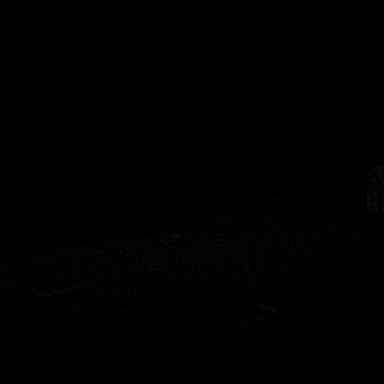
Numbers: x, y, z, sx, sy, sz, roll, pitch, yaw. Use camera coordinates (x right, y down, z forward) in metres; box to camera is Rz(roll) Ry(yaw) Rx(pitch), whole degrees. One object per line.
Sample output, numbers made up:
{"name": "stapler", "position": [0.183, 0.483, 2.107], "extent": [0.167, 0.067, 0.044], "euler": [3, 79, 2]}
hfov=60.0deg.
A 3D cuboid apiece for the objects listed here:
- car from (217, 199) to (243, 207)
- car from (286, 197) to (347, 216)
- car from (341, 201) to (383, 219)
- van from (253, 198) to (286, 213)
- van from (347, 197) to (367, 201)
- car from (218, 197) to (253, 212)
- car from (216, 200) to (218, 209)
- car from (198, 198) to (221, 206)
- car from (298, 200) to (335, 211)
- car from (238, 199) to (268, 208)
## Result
{"name": "car", "position": [6.567, 1.872, 58.037], "extent": [1.887, 1.381, 4.507], "euler": [-1, 0, -36]}
{"name": "car", "position": [12.840, 1.517, 34.591], "extent": [2.192, 1.841, 5.009], "euler": [-1, 0, -36]}
{"name": "car", "position": [16.148, 1.726, 29.970], "extent": [1.802, 1.307, 4.206], "euler": [-1, 0, -36]}
{"name": "van", "position": [9.538, 1.599, 39.212], "extent": [1.690, 1.788, 3.998], "euler": [-1, 0, -36]}
{"name": "van", "position": [19.771, 1.455, 39.555], "extent": [1.690, 1.788, 3.998], "euler": [-1, 0, -36]}
{"name": "car", "position": [6.235, 1.627, 43.832], "extent": [2.192, 1.841, 5.009], "euler": [-1, 0, -36]}
{"name": "car", "position": [2.938, 1.915, 48.454], "extent": [2.008, 1.369, 4.403], "euler": [-1, 0, -36]}
{"name": "car", "position": [3.265, 1.929, 62.658], "extent": [2.008, 1.369, 4.403], "euler": [-1, 0, -36]}
{"name": "car", "position": [16.474, 1.736, 44.176], "extent": [1.947, 1.339, 4.313], "euler": [-1, 0, -36]}
{"name": "car", "position": [9.770, 1.803, 53.556], "extent": [1.752, 1.417, 4.829], "euler": [-1, 0, -36]}
